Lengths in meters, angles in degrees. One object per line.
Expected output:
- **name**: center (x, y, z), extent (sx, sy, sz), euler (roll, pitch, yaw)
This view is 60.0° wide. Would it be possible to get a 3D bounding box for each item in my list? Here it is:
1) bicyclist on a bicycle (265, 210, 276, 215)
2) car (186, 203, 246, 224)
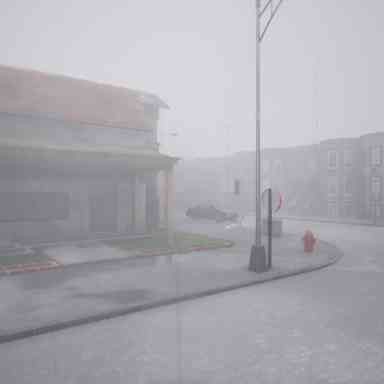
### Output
- **bicyclist on a bicycle**: center (7.478, 1.349, 31.706), extent (1.656, 1.620, 0.582), euler (0, 0, -36)
- **car**: center (1.646, 1.547, 25.420), extent (2.033, 1.411, 5.357), euler (0, 0, -36)
